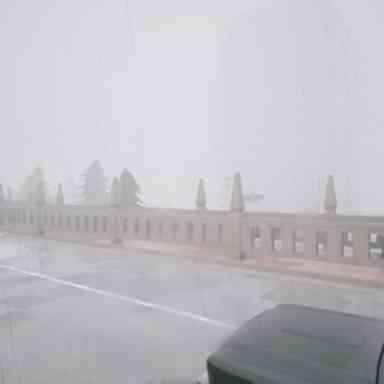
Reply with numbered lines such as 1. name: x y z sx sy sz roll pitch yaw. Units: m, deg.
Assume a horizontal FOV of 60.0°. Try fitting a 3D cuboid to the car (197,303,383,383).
1. car: 2.375 1.601 2.298 4.718 1.301 1.895 0 0 35
